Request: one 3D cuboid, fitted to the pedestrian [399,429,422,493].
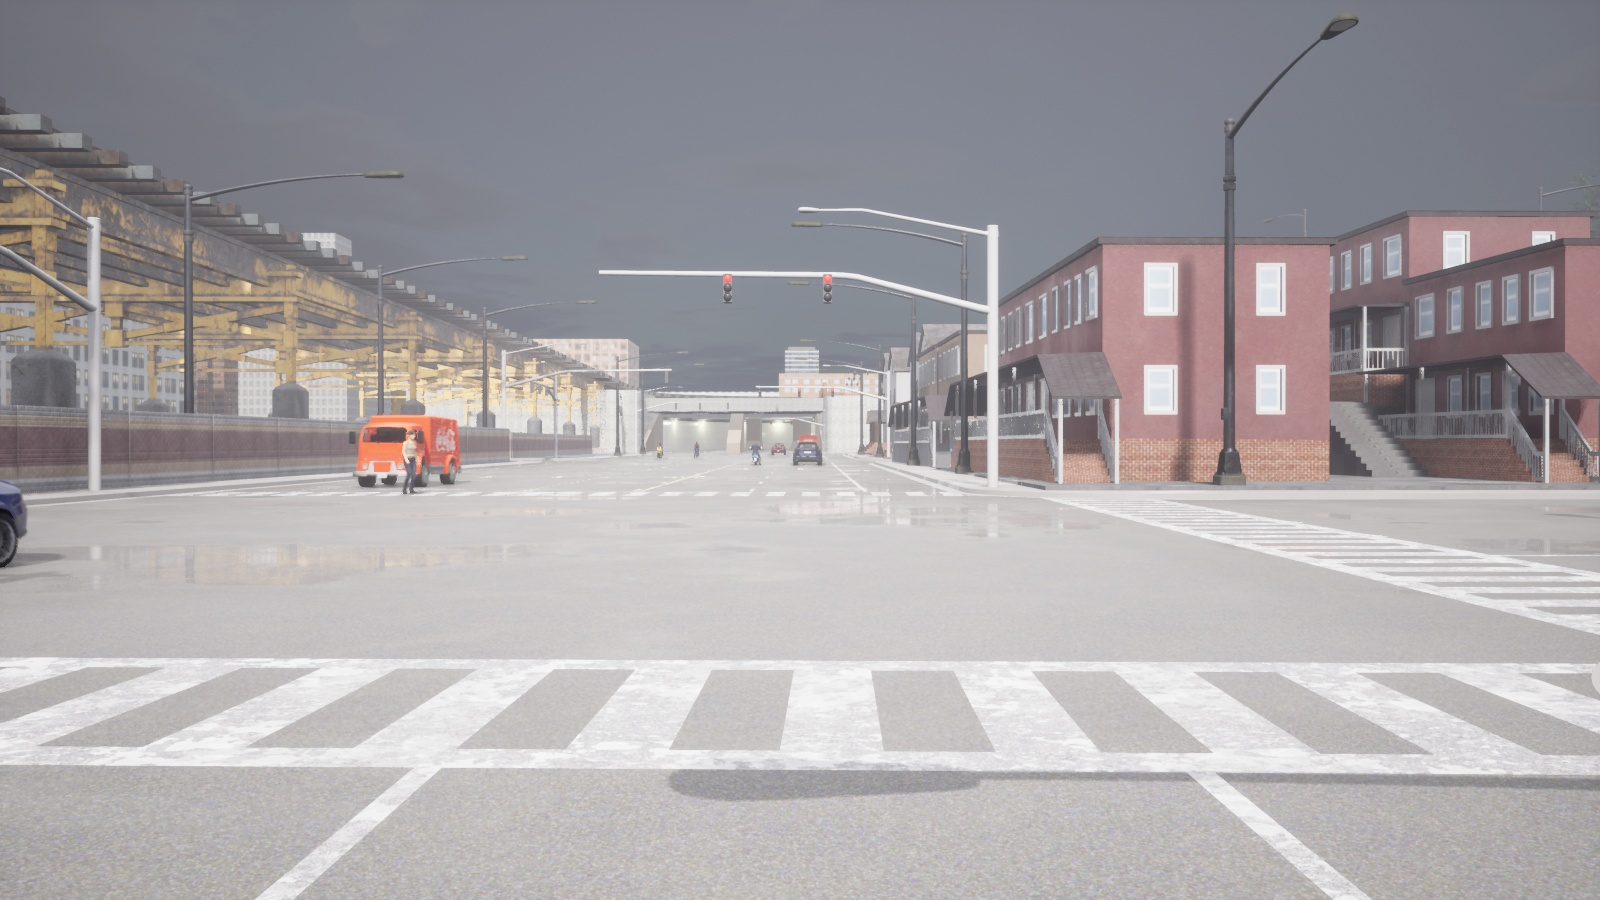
[{"bbox_3d":[-11.225,0.318,36.192,0.594,1.836,0.345,0,0,34],"label":"pedestrian"}]

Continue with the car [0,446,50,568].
[{"bbox_3d":[-10.404,0.687,13.553,1.812,1.442,4.674,0,0,0],"label":"car"}]

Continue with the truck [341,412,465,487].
[{"bbox_3d":[-13.724,0.014,43.823,2.627,2.467,5.204,0,-1,0],"label":"truck"}]

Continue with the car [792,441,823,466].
[{"bbox_3d":[0.515,0.201,84.301,2.033,1.649,4.856,0,0,0],"label":"car"}]
